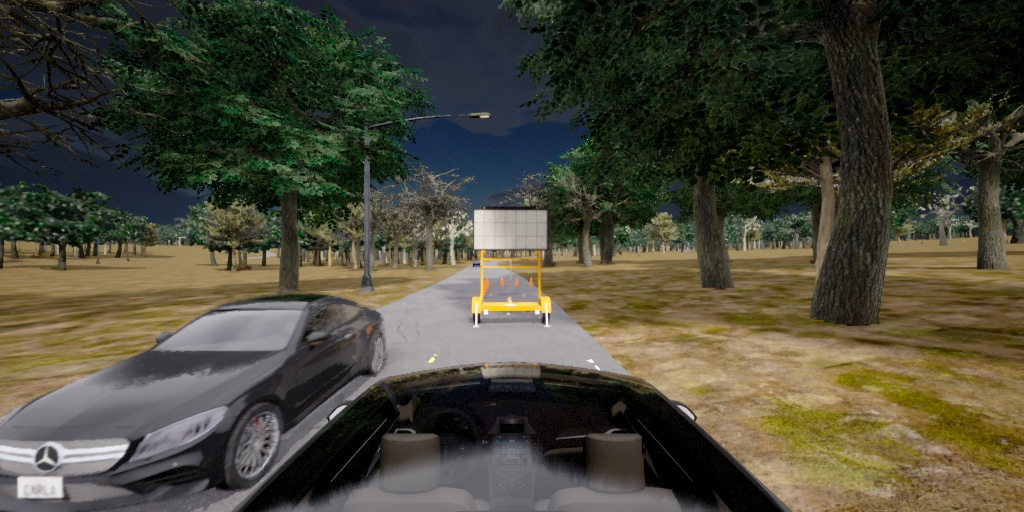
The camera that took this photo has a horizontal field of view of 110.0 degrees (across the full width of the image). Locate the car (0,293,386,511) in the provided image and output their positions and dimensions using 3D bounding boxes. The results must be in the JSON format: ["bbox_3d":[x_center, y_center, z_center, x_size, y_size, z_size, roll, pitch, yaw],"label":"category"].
[{"bbox_3d":[-3.132,1.277,4.702,1.812,1.442,4.674,0,0,0],"label":"car"}]

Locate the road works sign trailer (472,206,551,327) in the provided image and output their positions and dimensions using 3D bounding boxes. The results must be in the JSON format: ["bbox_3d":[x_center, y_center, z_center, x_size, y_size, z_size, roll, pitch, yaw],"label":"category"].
[{"bbox_3d":[-0.046,0.225,11.523,2.380,3.560,2.880,0,0,-2],"label":"road works sign trailer"}]
